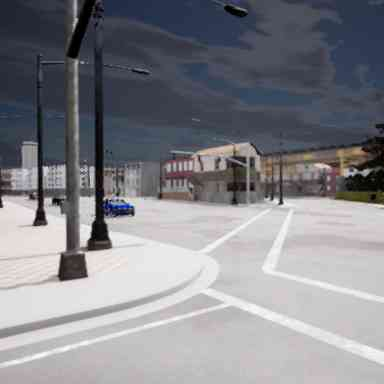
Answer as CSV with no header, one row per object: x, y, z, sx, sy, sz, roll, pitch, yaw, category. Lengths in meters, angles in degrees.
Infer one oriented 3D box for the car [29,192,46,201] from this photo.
-25.924,0.709,55.505,1.812,1.442,4.674,0,1,-36,car

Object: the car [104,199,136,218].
-6.586,1.348,28.757,1.882,1.535,5.008,-1,1,-36,car

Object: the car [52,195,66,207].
-16.308,1.089,42.188,2.128,1.511,4.902,0,2,-36,car
